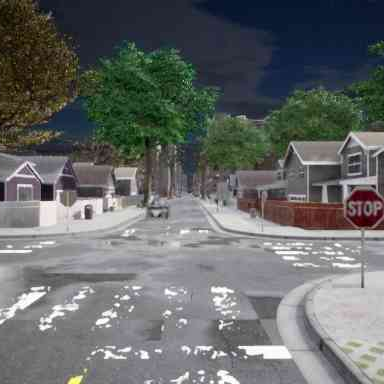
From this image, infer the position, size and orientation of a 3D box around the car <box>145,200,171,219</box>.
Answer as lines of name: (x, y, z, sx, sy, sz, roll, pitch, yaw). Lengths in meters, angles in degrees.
car: (-2.852, 1.499, 28.698, 2.128, 1.511, 4.902, 0, 0, 0)
